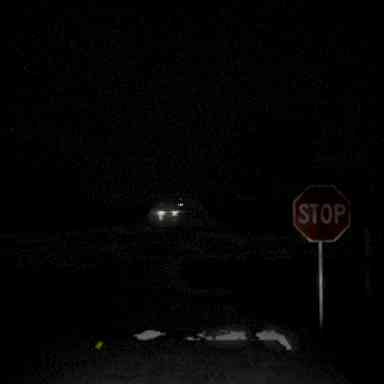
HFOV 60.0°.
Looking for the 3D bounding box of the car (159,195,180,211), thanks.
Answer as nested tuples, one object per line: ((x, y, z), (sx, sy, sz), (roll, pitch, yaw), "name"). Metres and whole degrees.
((-2.869, 1.455, 40.718), (1.882, 1.535, 5.008), (0, 0, 0), "car")

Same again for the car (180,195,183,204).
((-2.802, 1.378, 64.019), (2.097, 1.767, 4.553), (0, 0, 0), "car")
